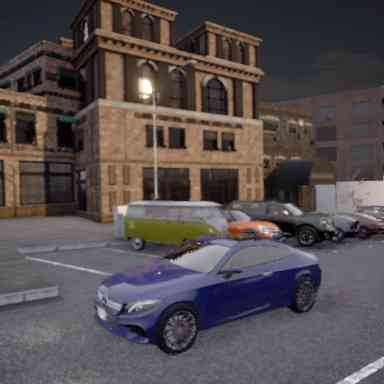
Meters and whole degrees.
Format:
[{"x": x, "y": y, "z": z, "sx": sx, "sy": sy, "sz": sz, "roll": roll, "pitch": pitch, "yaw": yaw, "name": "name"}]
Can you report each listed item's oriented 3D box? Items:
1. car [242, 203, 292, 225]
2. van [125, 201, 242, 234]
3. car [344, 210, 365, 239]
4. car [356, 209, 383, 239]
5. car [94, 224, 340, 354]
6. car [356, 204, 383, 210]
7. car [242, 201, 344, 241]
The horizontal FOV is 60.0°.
[{"x": 1.749, "y": 1.519, "z": 14.876, "sx": 4.553, "sy": 1.767, "sz": 2.185, "roll": 0, "pitch": -2, "yaw": 34, "name": "car"}, {"x": -0.556, "y": 1.351, "z": 13.047, "sx": 4.442, "sy": 1.987, "sz": 1.878, "roll": 0, "pitch": -1, "yaw": 34, "name": "van"}, {"x": 6.604, "y": 1.835, "z": 18.363, "sx": 4.792, "sy": 1.488, "sz": 2.163, "roll": 0, "pitch": -2, "yaw": 34, "name": "car"}, {"x": 9.059, "y": 1.935, "z": 20.093, "sx": 4.674, "sy": 1.452, "sz": 2.002, "roll": 0, "pitch": -2, "yaw": 34, "name": "car"}, {"x": 0.574, "y": 1.558, "z": 6.253, "sx": 4.674, "sy": 1.442, "sz": 1.812, "roll": 1, "pitch": -1, "yaw": -36, "name": "car"}, {"x": 11.509, "y": 1.866, "z": 21.833, "sx": 4.553, "sy": 1.767, "sz": 2.185, "roll": 0, "pitch": -2, "yaw": 34, "name": "car"}, {"x": 4.233, "y": 1.471, "z": 16.600, "sx": 5.566, "sy": 2.045, "sz": 2.435, "roll": 0, "pitch": -2, "yaw": 34, "name": "car"}]
